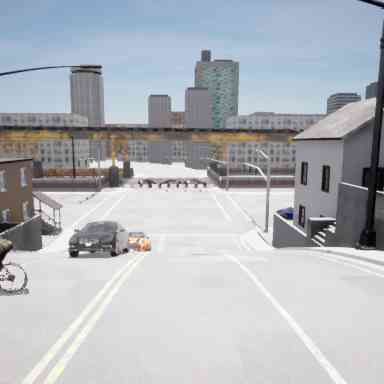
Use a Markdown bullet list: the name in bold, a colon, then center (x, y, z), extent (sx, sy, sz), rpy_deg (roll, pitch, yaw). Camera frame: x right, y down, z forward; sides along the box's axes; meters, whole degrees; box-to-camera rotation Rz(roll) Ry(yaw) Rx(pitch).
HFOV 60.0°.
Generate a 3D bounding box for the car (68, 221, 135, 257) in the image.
- **car**: center (-3.973, 2.049, 14.896), extent (1.837, 1.490, 4.892), rpy_deg (0, -7, -2)

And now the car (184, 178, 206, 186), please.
- **car**: center (0.652, -2.199, 71.356), extent (4.536, 1.218, 1.853), rpy_deg (5, 10, 27)

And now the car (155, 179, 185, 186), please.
- **car**: center (-4.650, -1.928, 70.457), extent (4.974, 1.542, 2.038), rpy_deg (-6, 11, -37)

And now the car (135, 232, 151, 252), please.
- **car**: center (-4.327, 3.828, 25.535), extent (2.097, 1.767, 4.553), rpy_deg (0, -9, -2)

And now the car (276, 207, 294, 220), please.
- **car**: center (12.583, 2.629, 41.124), extent (4.181, 1.385, 1.994), rpy_deg (0, 8, -1)

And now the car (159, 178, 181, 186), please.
- **car**: center (-4.609, -2.089, 70.465), extent (4.536, 1.218, 1.853), rpy_deg (-6, 11, -37)

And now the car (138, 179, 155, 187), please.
- **car**: center (-9.257, -1.931, 70.345), extent (4.974, 1.542, 2.038), rpy_deg (8, 11, 42)

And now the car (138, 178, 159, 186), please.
- **car**: center (-9.295, -2.092, 70.356), extent (4.536, 1.218, 1.853), rpy_deg (8, 11, 42)

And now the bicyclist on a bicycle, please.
- **bicyclist on a bicycle**: center (-4.438, 1.448, 7.272), extent (1.656, 1.620, 0.582), rpy_deg (-2, 1, 0)

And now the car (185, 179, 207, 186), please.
- **car**: center (0.698, -2.040, 71.355), extent (4.974, 1.542, 2.038), rpy_deg (5, 10, 27)
